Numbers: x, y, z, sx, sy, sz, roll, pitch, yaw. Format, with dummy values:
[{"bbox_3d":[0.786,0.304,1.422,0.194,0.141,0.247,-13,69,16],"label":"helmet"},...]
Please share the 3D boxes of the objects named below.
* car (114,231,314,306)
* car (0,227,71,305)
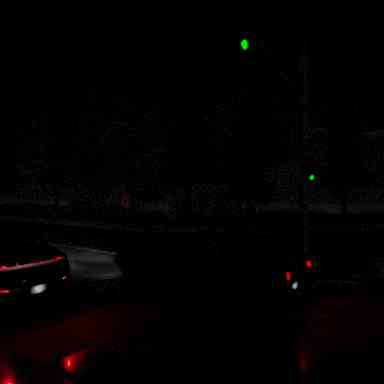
[{"bbox_3d":[0.309,1.620,8.079,4.718,1.301,1.895,0,0,36],"label":"car"},{"bbox_3d":[-4.717,1.528,7.371,4.902,1.511,2.128,0,0,36],"label":"car"}]
